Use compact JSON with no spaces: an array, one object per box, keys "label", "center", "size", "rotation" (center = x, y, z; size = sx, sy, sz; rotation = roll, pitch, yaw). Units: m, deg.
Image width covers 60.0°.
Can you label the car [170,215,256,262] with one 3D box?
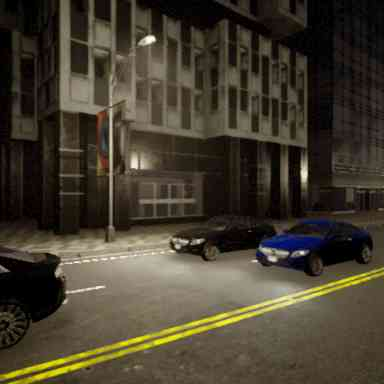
[{"label":"car","center":[1.370,1.627,12.762],"size":[4.674,1.442,1.812],"rotation":[1,-1,-37]}]

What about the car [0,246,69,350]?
[{"label":"car","center":[-4.332,1.497,4.656],"size":[4.902,1.511,2.128],"rotation":[1,-1,-36]}]

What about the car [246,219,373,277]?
[{"label":"car","center":[4.112,1.630,10.751],"size":[4.674,1.442,1.812],"rotation":[0,0,-37]}]
